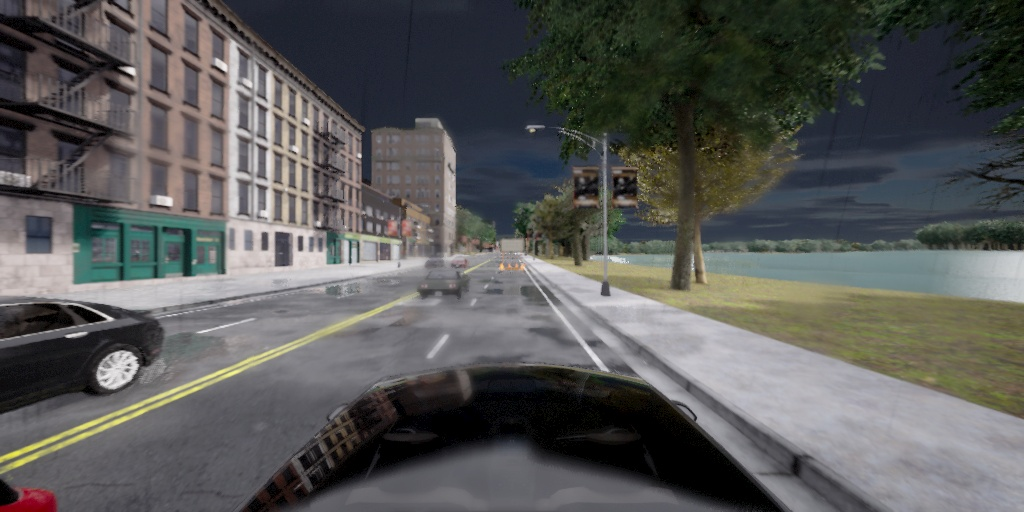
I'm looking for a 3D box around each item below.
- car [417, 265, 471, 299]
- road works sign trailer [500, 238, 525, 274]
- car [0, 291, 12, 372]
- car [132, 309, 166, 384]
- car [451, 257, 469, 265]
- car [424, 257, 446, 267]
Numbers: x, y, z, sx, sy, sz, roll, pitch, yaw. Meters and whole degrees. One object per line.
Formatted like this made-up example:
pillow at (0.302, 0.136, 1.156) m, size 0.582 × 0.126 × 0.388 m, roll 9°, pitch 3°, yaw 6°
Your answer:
car at (-3.145, 1.308, 17.597) m, size 1.895 × 1.301 × 4.718 m, roll 0°, pitch 0°, yaw 0°
road works sign trailer at (0.009, -0.051, 36.265) m, size 2.380 × 3.560 × 2.880 m, roll 0°, pitch 0°, yaw 0°
car at (-9.850, 1.314, 4.253) m, size 1.994 × 1.385 × 4.181 m, roll 0°, pitch 0°, yaw 0°
car at (-6.600, 1.257, 3.799) m, size 1.837 × 1.490 × 4.892 m, roll 0°, pitch 0°, yaw 0°
car at (-6.563, 0.845, 45.482) m, size 1.812 × 1.442 × 4.674 m, roll 0°, pitch 1°, yaw 0°
car at (-9.820, 0.856, 46.051) m, size 2.033 × 1.411 × 5.357 m, roll 0°, pitch 1°, yaw 0°
